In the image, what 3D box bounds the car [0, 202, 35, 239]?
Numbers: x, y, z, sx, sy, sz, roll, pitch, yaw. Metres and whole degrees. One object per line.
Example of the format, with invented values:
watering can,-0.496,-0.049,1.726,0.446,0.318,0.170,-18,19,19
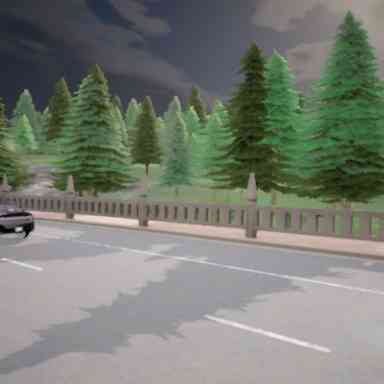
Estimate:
car,-8.729,1.175,14.122,4.902,1.511,2.128,1,1,32
